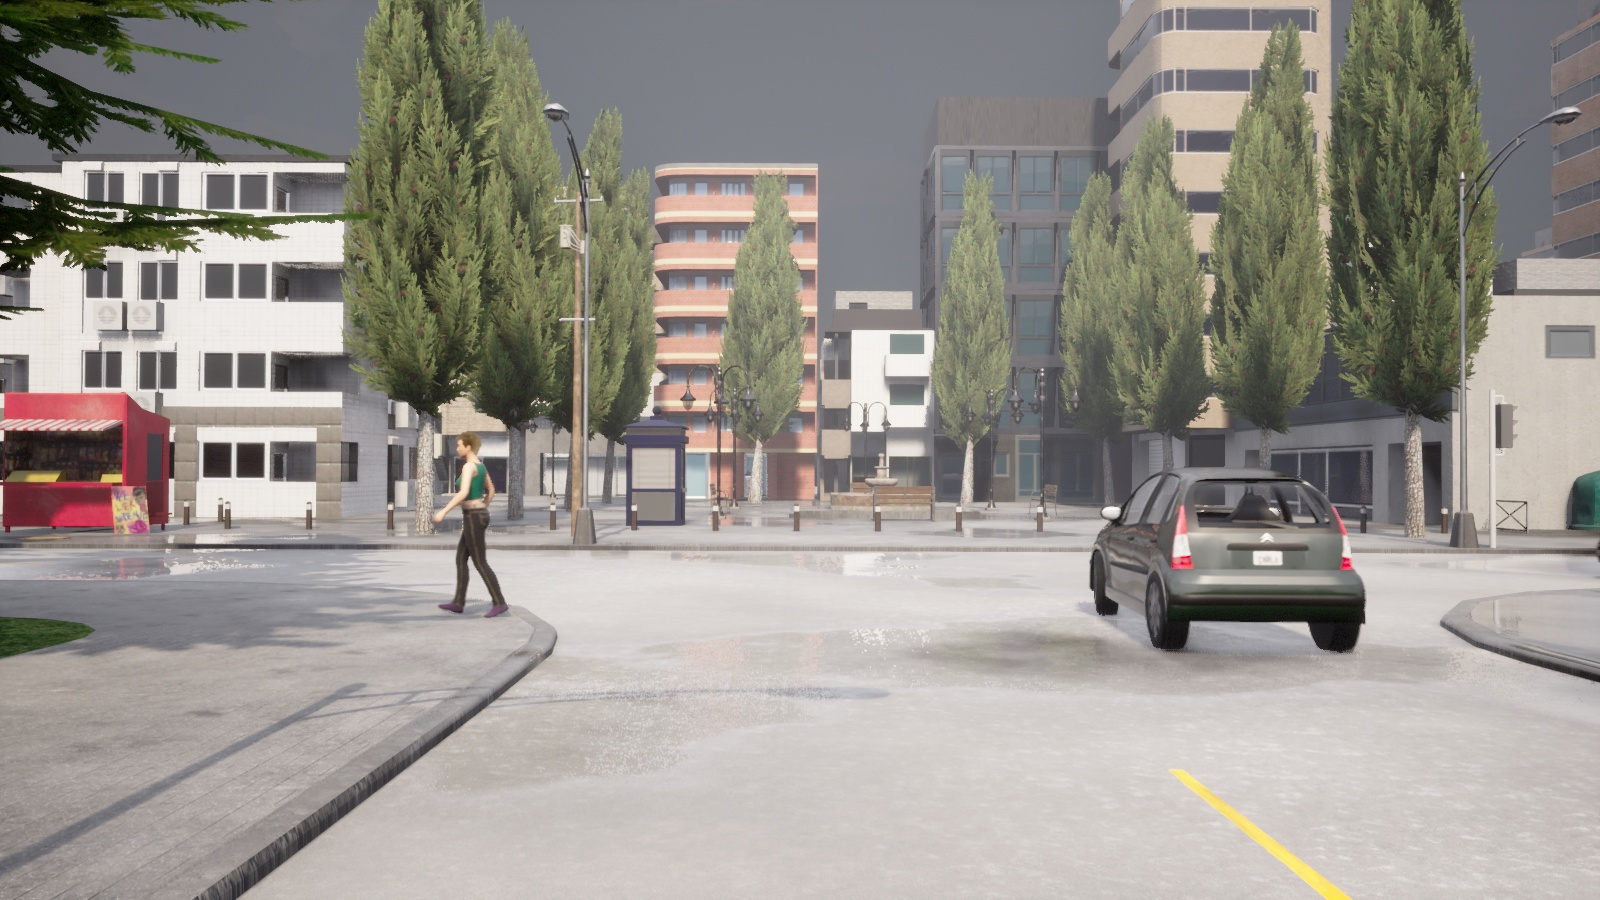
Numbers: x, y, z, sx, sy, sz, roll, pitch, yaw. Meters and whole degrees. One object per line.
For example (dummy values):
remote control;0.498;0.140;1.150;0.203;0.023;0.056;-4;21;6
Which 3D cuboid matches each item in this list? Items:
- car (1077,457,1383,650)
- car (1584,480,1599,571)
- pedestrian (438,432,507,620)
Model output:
car;4.053;0.907;12.570;1.851;1.617;3.988;0;-1;3
car;14.251;1.131;18.477;4.181;1.385;1.994;0;-1;-1
pedestrian;-3.254;0.747;12.489;0.594;1.836;0.345;0;-1;2
